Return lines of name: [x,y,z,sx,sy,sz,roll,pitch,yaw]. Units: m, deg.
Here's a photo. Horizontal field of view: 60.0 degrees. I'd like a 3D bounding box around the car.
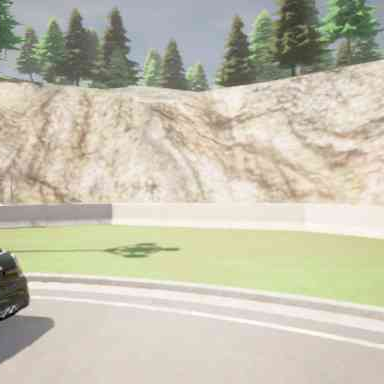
car: [-4.963,1.293,4.962,4.553,1.767,2.097,-1,2,10]
